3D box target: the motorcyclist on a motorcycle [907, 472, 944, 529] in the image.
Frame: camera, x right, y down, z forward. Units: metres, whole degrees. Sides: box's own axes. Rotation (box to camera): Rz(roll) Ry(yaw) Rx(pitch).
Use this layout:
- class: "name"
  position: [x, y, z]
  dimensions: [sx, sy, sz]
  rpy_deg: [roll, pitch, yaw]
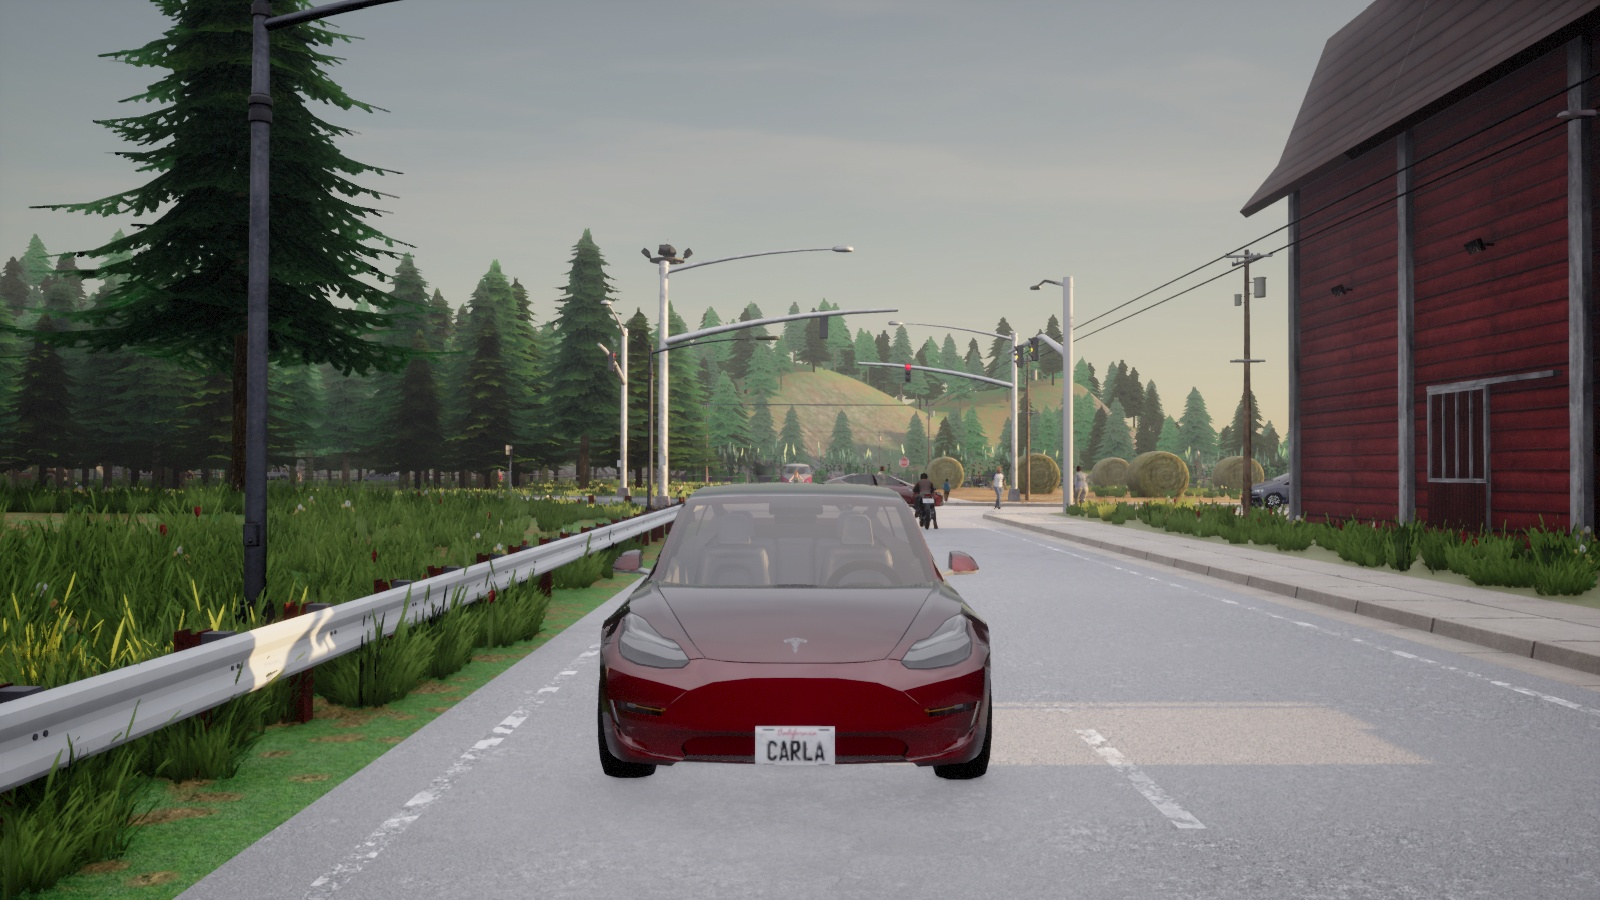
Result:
- class: "motorcyclist on a motorcycle"
  position: [3.408, 1.358, 34.300]
  dimensions: [0.797, 1.523, 2.044]
  rpy_deg: [0, -1, 0]

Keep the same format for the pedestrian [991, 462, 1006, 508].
- class: "pedestrian"
  position: [8.031, 1.408, 50.774]
  dimensions: [0.354, 1.836, 0.706]
  rpy_deg: [0, -1, -14]

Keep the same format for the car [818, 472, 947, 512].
- class: "car"
  position: [3.128, 1.601, 48.591]
  dimensions: [4.792, 1.488, 2.163]
  rpy_deg: [0, -1, -1]

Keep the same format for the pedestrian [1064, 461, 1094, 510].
- class: "pedestrian"
  position: [10.733, 1.357, 48.341]
  dimensions: [0.874, 1.855, 0.900]
  rpy_deg: [0, -1, -4]

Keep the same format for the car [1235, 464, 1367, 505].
- class: "car"
  position: [20.861, 1.424, 52.465]
  dimensions: [4.611, 1.667, 2.242]
  rpy_deg: [0, -1, -1]

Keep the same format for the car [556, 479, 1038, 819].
- class: "car"
  position: [-0.022, 0.949, 8.047]
  dimensions: [2.163, 1.488, 4.792]
  rpy_deg: [0, -1, 0]

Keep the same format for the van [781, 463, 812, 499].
- class: "van"
  position: [-0.194, 1.788, 72.821]
  dimensions: [1.775, 1.987, 4.442]
  rpy_deg: [0, -1, 0]
